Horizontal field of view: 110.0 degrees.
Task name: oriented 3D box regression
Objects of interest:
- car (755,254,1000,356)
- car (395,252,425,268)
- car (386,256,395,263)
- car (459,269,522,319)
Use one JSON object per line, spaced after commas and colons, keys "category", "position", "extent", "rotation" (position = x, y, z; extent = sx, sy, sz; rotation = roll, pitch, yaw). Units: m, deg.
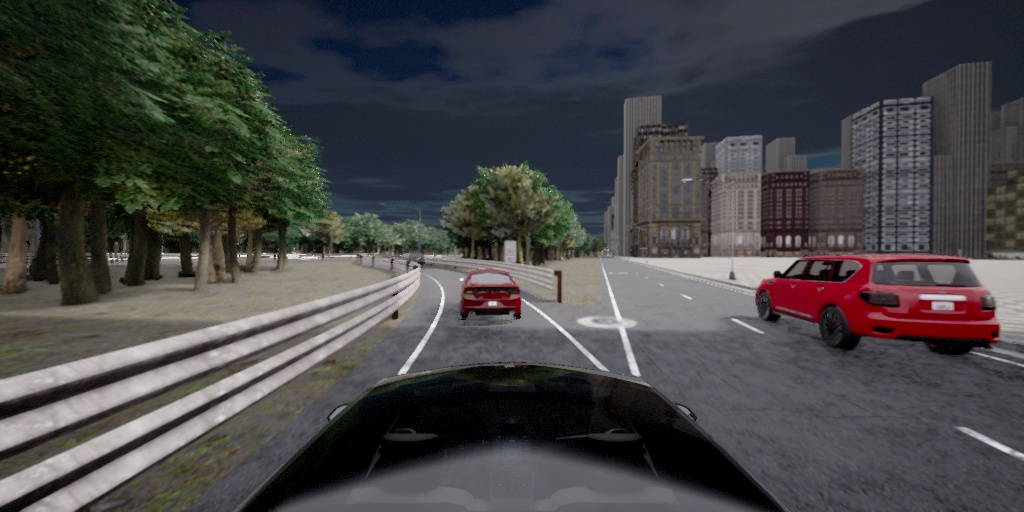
{"category": "car", "position": [8.310, 0.980, 9.002], "extent": [2.150, 2.045, 5.566], "rotation": [0, 0, 14]}
{"category": "car", "position": [-13.231, 0.535, 47.275], "extent": [2.150, 2.045, 5.566], "rotation": [0, 1, -32]}
{"category": "car", "position": [-18.679, 0.719, 56.446], "extent": [1.895, 1.301, 4.718], "rotation": [0, 1, -25]}
{"category": "car", "position": [-0.847, 1.203, 12.773], "extent": [1.882, 1.535, 5.008], "rotation": [0, 0, -7]}
